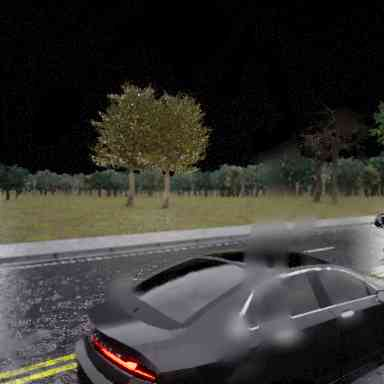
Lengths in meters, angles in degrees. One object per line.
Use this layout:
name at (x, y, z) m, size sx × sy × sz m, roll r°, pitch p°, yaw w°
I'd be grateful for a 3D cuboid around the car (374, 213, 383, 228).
car at (13.392, 1.601, 21.065) m, size 4.181 × 1.385 × 1.994 m, roll 0°, pitch 0°, yaw -35°

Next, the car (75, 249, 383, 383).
car at (1.105, 1.509, 4.210) m, size 4.892 × 1.490 × 1.837 m, roll 0°, pitch 0°, yaw -35°
